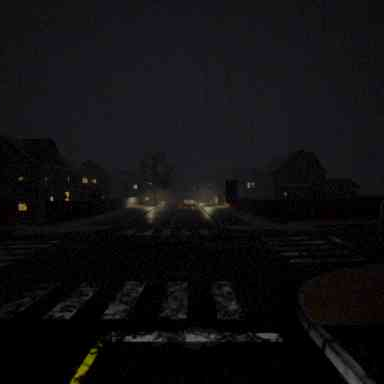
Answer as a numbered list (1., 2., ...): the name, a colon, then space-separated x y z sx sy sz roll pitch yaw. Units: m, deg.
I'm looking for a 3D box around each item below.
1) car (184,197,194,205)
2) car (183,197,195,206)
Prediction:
1. car: -0.686 1.731 66.862 1.882 1.535 5.008 0 0 -2
2. car: -0.529 1.699 56.834 1.812 1.442 4.674 0 0 -1
